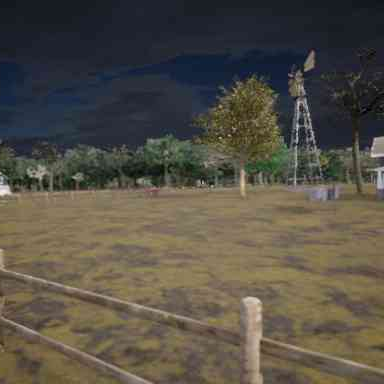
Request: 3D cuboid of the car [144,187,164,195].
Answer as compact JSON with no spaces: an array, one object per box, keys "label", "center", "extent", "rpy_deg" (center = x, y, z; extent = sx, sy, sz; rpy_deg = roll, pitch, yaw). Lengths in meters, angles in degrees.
[{"label":"car","center":[-7.871,-0.216,68.543],"extent":[1.882,1.535,5.008],"rpy_deg":[-3,1,35]}]
